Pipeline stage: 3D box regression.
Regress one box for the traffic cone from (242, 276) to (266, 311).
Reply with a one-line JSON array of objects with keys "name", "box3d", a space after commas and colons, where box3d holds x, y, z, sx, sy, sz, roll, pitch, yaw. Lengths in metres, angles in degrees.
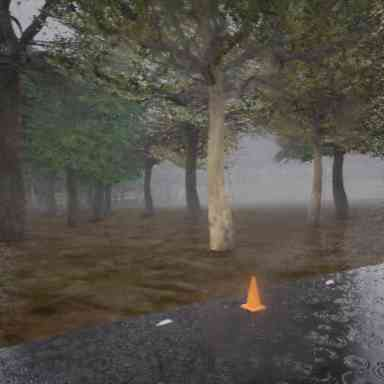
[{"name": "traffic cone", "box3d": [1.187, 1.915, 6.379, 0.340, 0.580, 0.340, 0, 0, -33]}]
